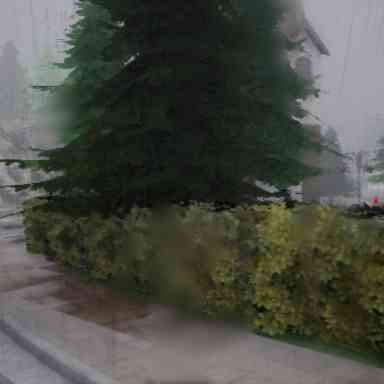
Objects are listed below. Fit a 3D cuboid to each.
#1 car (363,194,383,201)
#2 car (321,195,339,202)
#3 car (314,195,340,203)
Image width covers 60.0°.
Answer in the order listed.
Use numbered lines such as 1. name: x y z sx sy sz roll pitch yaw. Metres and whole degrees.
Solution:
1. car: 43.014 1.484 79.043 3.633 1.501 1.845 0 0 35
2. car: 28.187 1.482 71.123 4.514 1.523 2.007 0 0 35
3. car: 29.940 1.478 73.725 5.027 1.636 2.152 0 0 35
